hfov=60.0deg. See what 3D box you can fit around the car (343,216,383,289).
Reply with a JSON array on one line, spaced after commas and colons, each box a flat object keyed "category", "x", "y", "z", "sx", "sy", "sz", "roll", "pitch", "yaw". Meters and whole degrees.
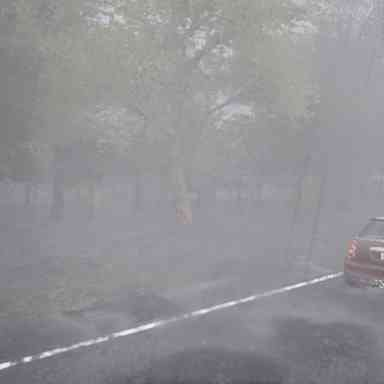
[{"category": "car", "x": 5.566, "y": 1.274, "z": 7.720, "sx": 4.553, "sy": 1.767, "sz": 2.097, "roll": -1, "pitch": 0, "yaw": -35}]
